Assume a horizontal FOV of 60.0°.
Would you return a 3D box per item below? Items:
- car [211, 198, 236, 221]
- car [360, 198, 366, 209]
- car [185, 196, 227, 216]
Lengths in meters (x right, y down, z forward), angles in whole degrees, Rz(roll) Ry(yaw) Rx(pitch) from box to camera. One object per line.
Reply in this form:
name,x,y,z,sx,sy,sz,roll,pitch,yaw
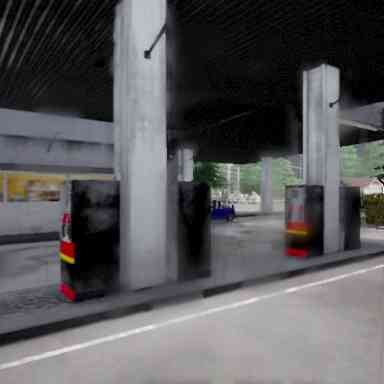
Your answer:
car,1.228,1.503,25.906,4.611,1.667,2.242,0,0,-36
car,20.017,1.371,37.746,2.128,1.511,4.902,0,1,-36
car,1.429,1.342,33.036,3.866,1.878,1.905,0,0,-36
